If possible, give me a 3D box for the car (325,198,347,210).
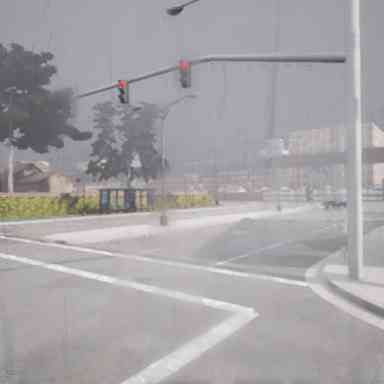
[{"bbox_3d":[18.870,1.551,43.524,1.837,1.490,4.892,-1,0,37],"label":"car"}]
